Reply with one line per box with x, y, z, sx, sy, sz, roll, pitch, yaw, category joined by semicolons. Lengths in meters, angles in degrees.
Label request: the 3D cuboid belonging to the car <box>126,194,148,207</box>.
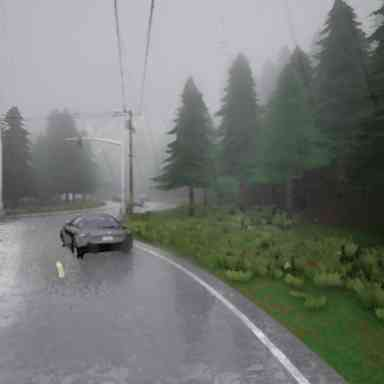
-7.255;1.342;43.072;1.994;1.385;4.181;0;0;-4;car

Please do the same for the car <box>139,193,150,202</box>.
-9.669;1.033;62.926;2.097;1.767;4.553;-1;0;-27;car

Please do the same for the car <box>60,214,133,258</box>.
-3.783;1.518;12.798;1.994;1.385;4.181;-1;0;-30;car

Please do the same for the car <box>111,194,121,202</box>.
-13.415;1.261;62.598;2.033;1.411;5.357;-1;0;-30;car

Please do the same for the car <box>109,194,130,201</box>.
-15.410;1.160;70.872;5.008;1.535;1.882;0;0;44;car
